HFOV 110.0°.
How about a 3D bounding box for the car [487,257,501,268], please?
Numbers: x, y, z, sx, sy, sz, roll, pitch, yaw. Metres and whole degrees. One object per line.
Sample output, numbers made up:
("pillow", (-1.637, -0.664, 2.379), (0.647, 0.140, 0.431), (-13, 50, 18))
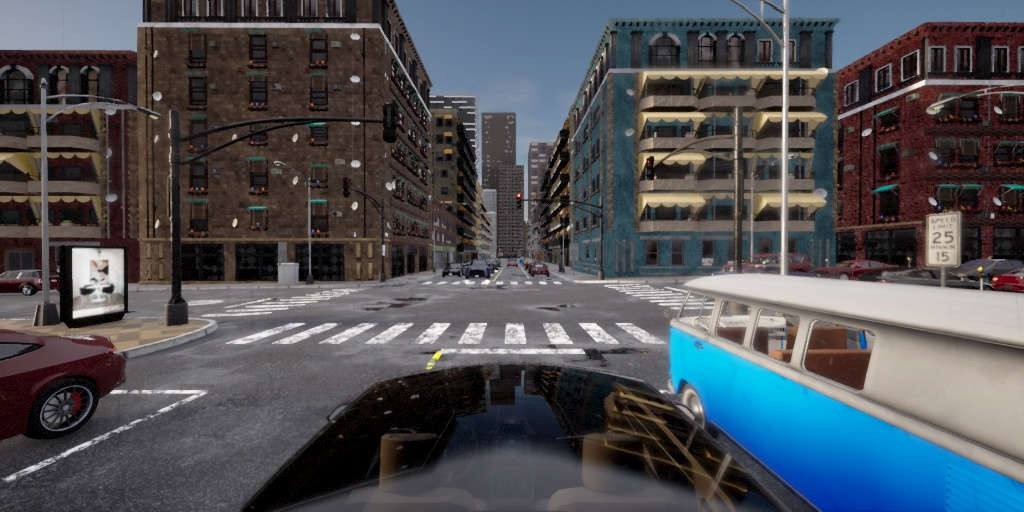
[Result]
("car", (-2.993, 1.118, 61.539), (2.097, 1.767, 4.553), (0, 0, 0))

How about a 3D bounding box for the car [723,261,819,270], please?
("car", (13.574, 1.119, 19.700), (4.718, 1.301, 1.895), (-1, 0, -1))

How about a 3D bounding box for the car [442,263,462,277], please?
("car", (-5.654, 1.318, 35.194), (1.948, 1.339, 4.313), (0, 0, 0))

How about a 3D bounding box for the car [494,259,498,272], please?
("car", (-3.053, 1.319, 41.541), (1.994, 1.385, 4.181), (0, 0, 0))

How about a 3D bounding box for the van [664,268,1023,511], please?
("van", (2.690, 1.091, 2.779), (1.690, 1.789, 3.998), (0, 0, 0))

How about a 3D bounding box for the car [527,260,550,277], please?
("car", (2.727, 1.334, 35.173), (1.802, 1.307, 4.207), (0, 0, 0))

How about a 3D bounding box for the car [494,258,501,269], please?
("car", (-3.036, 1.112, 51.641), (2.097, 1.767, 4.553), (0, 0, 0))

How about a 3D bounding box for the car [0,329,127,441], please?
("car", (-5.691, 1.332, 2.789), (1.802, 1.307, 4.207), (0, 0, 0))

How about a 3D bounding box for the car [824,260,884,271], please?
("car", (21.366, 0.930, 22.351), (4.507, 1.381, 1.888), (0, 0, 0))

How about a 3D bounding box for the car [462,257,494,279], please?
("car", (-3.005, 1.104, 32.437), (2.097, 1.767, 4.553), (0, 0, -1))

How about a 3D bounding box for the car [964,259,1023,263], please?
("car", (26.437, 0.879, 19.787), (5.357, 1.411, 2.033), (-1, 0, 0))

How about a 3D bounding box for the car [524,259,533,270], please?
("car", (2.734, 1.320, 40.696), (1.948, 1.339, 4.313), (0, 0, 0))

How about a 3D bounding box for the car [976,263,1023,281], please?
("car", (21.378, 1.033, 13.971), (4.207, 1.307, 1.802), (0, 0, 0))

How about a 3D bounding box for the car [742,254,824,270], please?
("car", (15.796, 0.781, 22.318), (5.009, 1.841, 2.192), (0, 0, 0))

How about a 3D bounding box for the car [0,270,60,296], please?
("car", (-30.238, 1.574, 22.169), (4.097, 1.591, 1.967), (0, 0, 0))

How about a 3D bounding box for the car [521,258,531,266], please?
("car", (2.746, 1.305, 51.743), (1.888, 1.381, 4.507), (0, 0, 0))

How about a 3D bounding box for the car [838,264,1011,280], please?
("car", (15.808, 1.097, 13.937), (4.313, 1.339, 1.948), (0, 0, 0))

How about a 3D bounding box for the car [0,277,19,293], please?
("car", (-22.380, 1.637, 13.577), (4.403, 1.370, 2.007), (0, 0, 0))
